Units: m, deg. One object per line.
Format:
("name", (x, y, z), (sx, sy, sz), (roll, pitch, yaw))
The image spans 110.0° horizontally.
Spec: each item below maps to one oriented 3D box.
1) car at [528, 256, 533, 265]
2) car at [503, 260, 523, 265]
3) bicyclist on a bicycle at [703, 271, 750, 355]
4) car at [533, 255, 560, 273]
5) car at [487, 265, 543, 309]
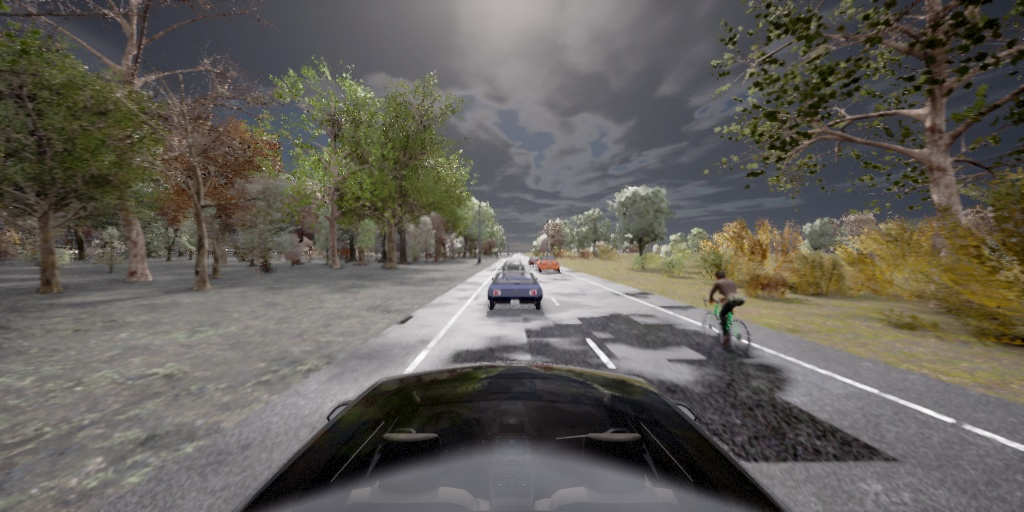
("car", (3.615, 0.719, 56.453), (1.994, 1.385, 4.181), (0, 1, 0))
("car", (0.113, 1.017, 32.320), (1.895, 1.301, 4.718), (0, 1, 0))
("bicyclist on a bicycle", (4.469, 1.139, 7.555), (0.582, 1.620, 1.656), (0, 0, 0))
("car", (3.616, 0.720, 36.786), (2.097, 1.767, 4.553), (0, 1, 0))
("car", (0.105, 1.215, 14.088), (1.895, 1.301, 4.718), (0, 1, 0))
